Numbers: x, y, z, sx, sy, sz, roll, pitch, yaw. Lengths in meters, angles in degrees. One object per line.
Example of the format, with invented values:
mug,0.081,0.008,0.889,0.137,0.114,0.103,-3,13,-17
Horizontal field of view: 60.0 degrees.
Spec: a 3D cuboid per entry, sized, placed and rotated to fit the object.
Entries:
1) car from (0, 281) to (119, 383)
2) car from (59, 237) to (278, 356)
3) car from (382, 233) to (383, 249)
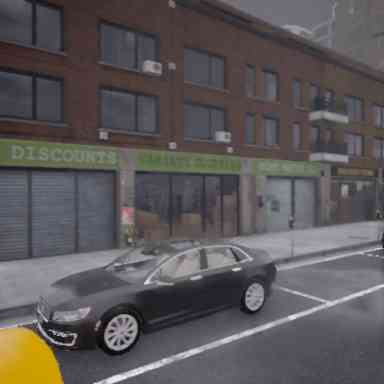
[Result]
car,-2.956,1.486,0.955,5.008,1.535,1.882,0,0,-35
car,-0.345,1.539,5.942,4.403,1.369,2.008,0,0,-36
car,8.907,1.508,12.542,4.313,1.339,1.947,0,0,-36
